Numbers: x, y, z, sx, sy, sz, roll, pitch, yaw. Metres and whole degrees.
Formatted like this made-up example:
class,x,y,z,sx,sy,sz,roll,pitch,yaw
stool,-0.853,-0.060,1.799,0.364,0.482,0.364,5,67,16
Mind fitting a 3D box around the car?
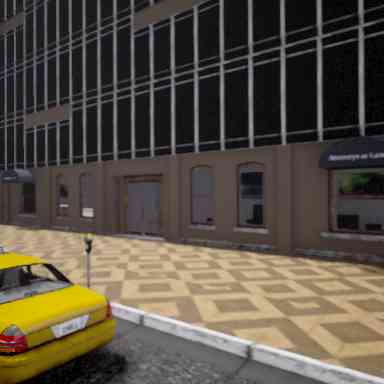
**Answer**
class,x,y,z,sx,sy,sz,roll,pitch,yaw
car,-3.299,1.542,5.232,4.829,1.417,1.752,0,0,35
